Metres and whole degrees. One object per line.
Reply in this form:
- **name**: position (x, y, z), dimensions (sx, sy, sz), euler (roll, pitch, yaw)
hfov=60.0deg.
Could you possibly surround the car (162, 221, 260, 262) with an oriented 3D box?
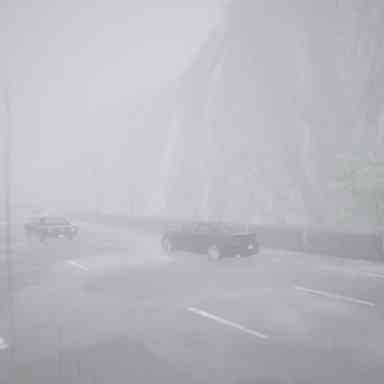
- **car**: position (0.621, 2.008, 14.636), dimensions (1.882, 1.535, 5.008), euler (2, -2, -41)

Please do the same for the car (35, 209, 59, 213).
- **car**: position (-13.579, 2.312, 31.145), dimensions (1.812, 1.442, 4.674), euler (2, -2, -41)

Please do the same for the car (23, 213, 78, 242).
- **car**: position (-8.655, 2.156, 20.050), dimensions (1.895, 1.301, 4.718), euler (2, -2, -41)
